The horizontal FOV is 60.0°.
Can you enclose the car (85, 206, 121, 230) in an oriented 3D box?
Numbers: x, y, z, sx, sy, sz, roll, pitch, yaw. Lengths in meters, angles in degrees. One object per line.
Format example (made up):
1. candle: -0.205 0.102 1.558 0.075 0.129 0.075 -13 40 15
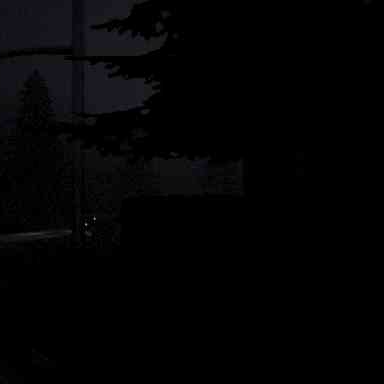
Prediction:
1. car: -4.959 1.600 21.352 1.895 1.301 4.718 0 0 36
